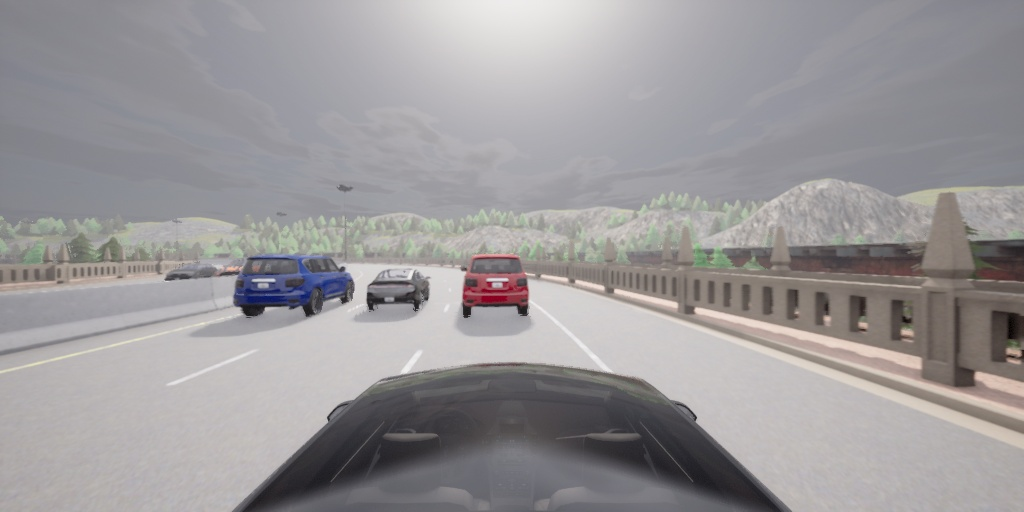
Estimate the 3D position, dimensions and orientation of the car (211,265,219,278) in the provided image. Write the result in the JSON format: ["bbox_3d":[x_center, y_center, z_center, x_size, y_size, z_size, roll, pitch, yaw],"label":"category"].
[{"bbox_3d":[-22.387,1.121,29.658,2.097,1.767,4.553,0,0,-19],"label":"car"}]

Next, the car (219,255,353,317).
[{"bbox_3d":[-7.754,0.975,13.397,2.150,2.045,5.566,0,0,-7],"label":"car"}]

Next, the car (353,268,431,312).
[{"bbox_3d":[-4.400,1.235,14.379,2.128,1.511,4.902,0,0,-7],"label":"car"}]

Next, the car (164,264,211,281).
[{"bbox_3d":[-25.911,1.326,29.403,2.033,1.411,5.357,0,0,-19],"label":"car"}]

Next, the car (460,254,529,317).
[{"bbox_3d":[-0.726,0.957,13.397,2.150,2.045,5.566,0,0,-6],"label":"car"}]
